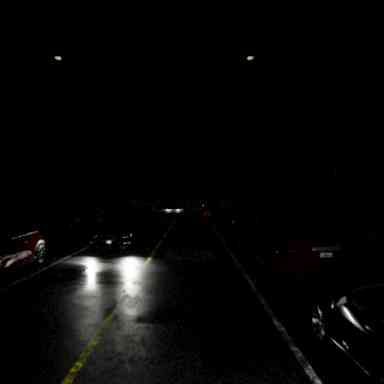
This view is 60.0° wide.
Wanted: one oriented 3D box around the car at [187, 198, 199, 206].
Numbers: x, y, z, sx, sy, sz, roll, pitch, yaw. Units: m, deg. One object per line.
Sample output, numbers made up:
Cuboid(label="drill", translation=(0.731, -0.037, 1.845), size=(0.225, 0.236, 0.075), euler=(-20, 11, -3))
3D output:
Cuboid(label="car", translation=(0.027, 2.278, 69.508), size=(1.895, 1.301, 4.718), euler=(0, -1, 0))

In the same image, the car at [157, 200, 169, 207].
Cuboid(label="car", translation=(-5.756, 2.190, 65.569), size=(1.947, 1.339, 4.313), euler=(0, -1, 0))

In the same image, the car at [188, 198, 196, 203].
Cuboid(label="car", translation=(0.013, 2.245, 88.195), size=(2.033, 1.411, 5.357), euler=(0, -1, 0))

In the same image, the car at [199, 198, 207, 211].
Cuboid(label="car", translation=(2.362, 1.962, 48.636), size=(1.837, 1.490, 4.892), euler=(0, -1, 0))

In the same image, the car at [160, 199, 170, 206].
Cuboid(label="car", translation=(-5.755, 2.245, 71.205), size=(1.947, 1.339, 4.313), euler=(0, -1, 0))

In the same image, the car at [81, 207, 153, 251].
Cuboid(label="car", translation=(-3.099, 1.644, 14.823), size=(1.837, 1.490, 4.892), euler=(0, -1, 0))

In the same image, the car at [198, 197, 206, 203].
Cuboid(label="car", translation=(2.772, 2.223, 93.755), size=(2.192, 1.841, 5.009), euler=(0, -1, 0))

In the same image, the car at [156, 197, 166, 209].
Cuboid(label="car", translation=(-5.758, 1.954, 54.297), size=(1.967, 1.590, 4.097), euler=(0, -1, 0))

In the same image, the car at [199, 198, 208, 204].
Cuboid(label="car", translation=(2.771, 2.232, 82.483), size=(1.967, 1.590, 4.097), euler=(0, -1, 0))

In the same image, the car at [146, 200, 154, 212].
Cuboid(label="car", translation=(-5.760, 1.874, 37.218), size=(1.752, 1.417, 4.829), euler=(0, -1, 0))

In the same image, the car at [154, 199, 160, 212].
Cuboid(label="car", translation=(-5.759, 1.955, 43.023), size=(2.008, 1.369, 4.403), euler=(0, -1, 0))

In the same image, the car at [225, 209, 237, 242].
Cuboid(label="car", translation=(2.762, 1.684, 14.849), size=(1.887, 1.381, 4.507), euler=(0, -1, 0))

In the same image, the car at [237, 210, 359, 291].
Cuboid(label="car", translation=(2.760, 1.402, 9.216), size=(2.192, 1.841, 5.009), euler=(0, -1, 0))

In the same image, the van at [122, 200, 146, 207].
Cuboid(label="van", translation=(-5.761, 1.638, 31.753), size=(1.690, 1.788, 3.998), euler=(0, -1, 0))

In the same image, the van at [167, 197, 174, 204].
Cuboid(label="van", translation=(-5.754, 2.191, 88.117), size=(1.690, 1.788, 3.998), euler=(0, -1, 0))

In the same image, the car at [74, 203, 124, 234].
Cuboid(label="car", translation=(-5.763, 1.632, 20.479), size=(1.967, 1.590, 4.097), euler=(0, -1, 0))

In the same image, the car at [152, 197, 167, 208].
Cuboid(label="car", translation=(-5.758, 1.884, 59.935), size=(2.192, 1.841, 5.009), euler=(0, -1, 0))

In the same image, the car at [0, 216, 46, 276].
Cuboid(label="car", translation=(-5.764, 1.527, 9.206), size=(1.967, 1.590, 4.097), euler=(0, -1, 0))

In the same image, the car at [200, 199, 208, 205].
Cuboid(label="car", translation=(2.771, 2.317, 76.846), size=(1.802, 1.307, 4.206), euler=(0, -1, 0))

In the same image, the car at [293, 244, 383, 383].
Cuboid(label="car", translation=(2.760, 1.600, 3.577), size=(1.947, 1.339, 4.313), euler=(0, -1, 0))

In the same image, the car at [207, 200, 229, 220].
Cuboid(label="car", translation=(2.764, 1.737, 31.758), size=(1.967, 1.590, 4.097), euler=(0, -1, 0))

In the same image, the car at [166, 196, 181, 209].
Cuboid(label="car", translation=(-3.061, 1.749, 55.754), size=(2.150, 2.045, 5.566), euler=(0, -1, 0))

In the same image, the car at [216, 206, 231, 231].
Cuboid(label="car", translation=(2.763, 1.758, 20.485), size=(1.947, 1.339, 4.313), euler=(0, -1, 0))

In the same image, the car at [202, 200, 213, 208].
Cuboid(label="car", translation=(2.768, 2.150, 59.937), size=(1.802, 1.307, 4.206), euler=(0, -1, 0))
